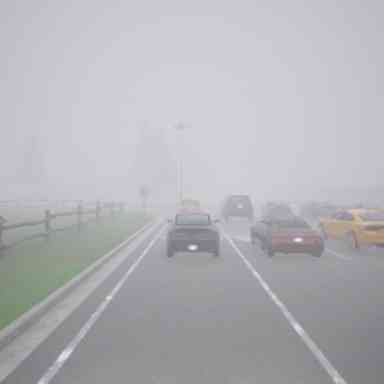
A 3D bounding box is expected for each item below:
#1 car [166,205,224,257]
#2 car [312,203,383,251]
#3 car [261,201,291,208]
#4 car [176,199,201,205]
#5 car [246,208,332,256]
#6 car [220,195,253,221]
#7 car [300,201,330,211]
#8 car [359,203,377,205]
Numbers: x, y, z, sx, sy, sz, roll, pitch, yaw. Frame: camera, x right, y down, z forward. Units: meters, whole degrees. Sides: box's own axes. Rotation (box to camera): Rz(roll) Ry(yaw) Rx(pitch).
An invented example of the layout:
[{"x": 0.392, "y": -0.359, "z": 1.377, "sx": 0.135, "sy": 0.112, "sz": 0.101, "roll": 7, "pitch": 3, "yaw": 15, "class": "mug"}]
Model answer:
[{"x": 0.049, "y": 1.501, "z": 13.006, "sx": 1.837, "sy": 1.490, "sz": 4.892, "roll": 0, "pitch": 0, "yaw": 0, "class": "car"}, {"x": 7.059, "y": 1.472, "z": 14.166, "sx": 1.882, "sy": 1.535, "sz": 5.008, "roll": 0, "pitch": 0, "yaw": 0, "class": "car"}, {"x": 7.050, "y": 1.496, "z": 28.012, "sx": 1.837, "sy": 1.490, "sz": 4.892, "roll": 0, "pitch": 0, "yaw": 1, "class": "car"}, {"x": -0.268, "y": 1.341, "z": 27.879, "sx": 2.097, "sy": 1.767, "sz": 4.553, "roll": 0, "pitch": 0, "yaw": -5, "class": "car"}, {"x": 3.552, "y": 1.560, "z": 13.073, "sx": 1.994, "sy": 1.385, "sz": 4.181, "roll": 0, "pitch": 0, "yaw": 0, "class": "car"}, {"x": 3.537, "y": 1.213, "z": 26.876, "sx": 2.150, "sy": 2.045, "sz": 5.566, "roll": 0, "pitch": 0, "yaw": 1, "class": "car"}, {"x": 10.550, "y": 1.481, "z": 27.966, "sx": 2.128, "sy": 1.511, "sz": 4.902, "roll": 0, "pitch": 0, "yaw": 1, "class": "car"}, {"x": 14.043, "y": 1.591, "z": 27.365, "sx": 1.895, "sy": 1.301, "sz": 4.718, "roll": 0, "pitch": 0, "yaw": 1, "class": "car"}]
